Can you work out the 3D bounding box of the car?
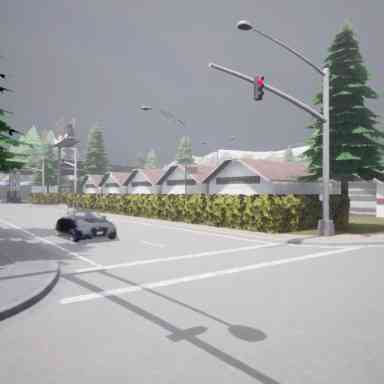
[{"bbox_3d":[-5.282,1.600,16.332,1.994,1.385,4.181,0,1,-37],"label":"car"}]
